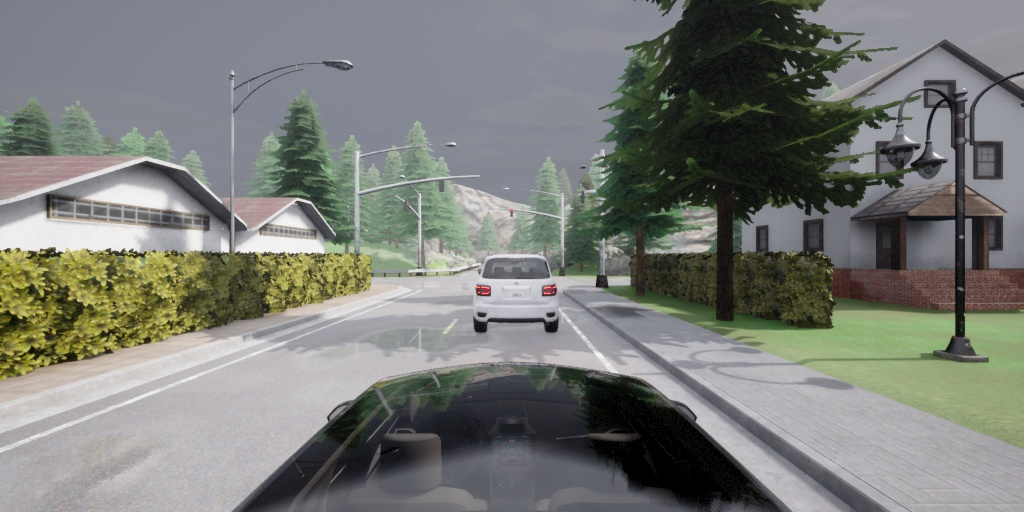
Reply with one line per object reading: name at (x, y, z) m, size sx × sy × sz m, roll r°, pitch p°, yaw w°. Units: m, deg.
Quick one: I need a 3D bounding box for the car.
car at (0.105, 0.971, 10.923) m, size 2.150 × 2.045 × 5.566 m, roll 0°, pitch 0°, yaw 0°
